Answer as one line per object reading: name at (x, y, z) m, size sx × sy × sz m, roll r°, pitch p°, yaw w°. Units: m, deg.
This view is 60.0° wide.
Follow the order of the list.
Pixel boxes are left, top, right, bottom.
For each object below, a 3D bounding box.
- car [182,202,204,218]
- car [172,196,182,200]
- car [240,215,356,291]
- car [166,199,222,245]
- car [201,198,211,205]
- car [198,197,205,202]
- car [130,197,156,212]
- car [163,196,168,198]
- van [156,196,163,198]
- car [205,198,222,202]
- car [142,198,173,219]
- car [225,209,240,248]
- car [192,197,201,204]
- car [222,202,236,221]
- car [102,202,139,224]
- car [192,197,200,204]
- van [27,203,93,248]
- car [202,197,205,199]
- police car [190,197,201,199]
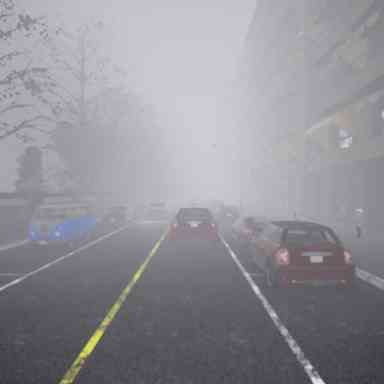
car at (0.108, 1.711, 32.797) m, size 1.994 × 1.385 × 4.181 m, roll 0°, pitch 0°, yaw 0°
car at (-2.976, 1.866, 72.530) m, size 2.033 × 1.411 × 5.357 m, roll 0°, pitch 0°, yaw 0°
car at (2.694, 1.481, 9.122) m, size 1.967 × 1.590 × 4.097 m, roll 0°, pitch 0°, yaw 0°
car at (0.101, 1.422, 15.987) m, size 2.097 × 1.767 × 4.553 m, roll 0°, pitch 0°, yaw 0°
car at (2.711, 1.886, 65.425) m, size 1.947 × 1.339 × 4.313 m, roll 0°, pitch 0°, yaw 0°
car at (2.720, 2.032, 93.575) m, size 1.887 × 1.381 × 4.507 m, roll 0°, pitch 0°, yaw 0°
car at (-5.677, 1.484, 37.276) m, size 2.192 × 1.841 × 5.009 m, roll 0°, pitch 0°, yaw 0°
car at (-5.671, 1.833, 59.796) m, size 1.887 × 1.381 × 4.507 m, roll 0°, pitch 0°, yaw 0°
van at (-5.674, 1.568, 48.536) m, size 1.690 × 1.788 × 3.998 m, roll 0°, pitch 0°, yaw 0°
car at (2.702, 1.609, 37.273) m, size 1.967 × 1.590 × 4.097 m, roll 0°, pitch 0°, yaw 0°
car at (-3.089, 1.614, 30.594) m, size 1.882 × 1.535 × 5.008 m, roll 0°, pitch 0°, yaw 0°
car at (2.696, 1.647, 14.752) m, size 1.802 × 1.307 × 4.206 m, roll 0°, pitch 0°, yaw 0°
car at (0.924, 1.815, 72.376) m, size 1.801 × 1.575 × 5.366 m, roll 0°, pitch 0°, yaw 0°
car at (2.699, 1.681, 26.013) m, size 1.947 × 1.339 × 4.313 m, roll 0°, pitch 0°, yaw 0°
car at (-5.681, 1.681, 26.015) m, size 1.947 × 1.339 × 4.313 m, roll 0°, pitch 0°, yaw 0°
car at (0.926, 1.871, 78.186) m, size 1.882 × 1.535 × 5.008 m, roll 0°, pitch 0°, yaw 0°
van at (-5.685, 1.406, 14.755) m, size 1.690 × 1.788 × 3.998 m, roll 0°, pitch 0°, yaw 0°
car at (2.706, 1.753, 48.703) m, size 1.752 × 1.417 × 4.829 m, roll 0°, pitch 0°, yaw 0°
police car at (0.464, 1.729, 62.484) m, size 1.930 × 1.638 × 5.238 m, roll 0°, pitch 0°, yaw 12°
